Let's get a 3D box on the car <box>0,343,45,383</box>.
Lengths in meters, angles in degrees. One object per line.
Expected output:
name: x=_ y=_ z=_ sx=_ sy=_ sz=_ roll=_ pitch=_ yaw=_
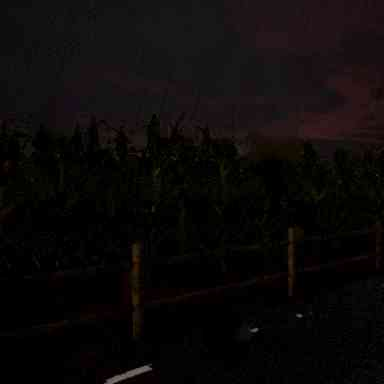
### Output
car: x=-3.101 y=1.552 z=0.855 sx=5.357 sy=1.411 sz=2.033 roll=0 pitch=0 yaw=-35
